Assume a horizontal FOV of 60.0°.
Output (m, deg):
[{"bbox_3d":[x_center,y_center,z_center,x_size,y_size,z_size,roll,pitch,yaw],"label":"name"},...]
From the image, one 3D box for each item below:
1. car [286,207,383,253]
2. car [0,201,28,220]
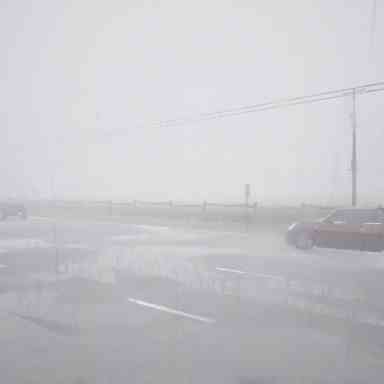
[{"bbox_3d":[5.958,1.351,12.598,4.553,1.767,2.097,0,0,36],"label":"car"},{"bbox_3d":[-15.784,1.502,28.097,4.892,1.490,1.837,-1,-1,35],"label":"car"}]
